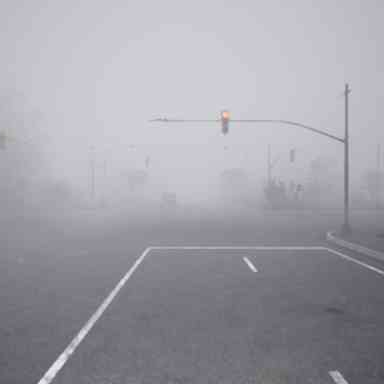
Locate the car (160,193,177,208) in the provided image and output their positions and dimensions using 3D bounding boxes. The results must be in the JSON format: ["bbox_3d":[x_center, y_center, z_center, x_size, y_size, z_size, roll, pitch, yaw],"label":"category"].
[{"bbox_3d":[-3.327,1.133,47.714,2.150,2.045,5.566,0,0,0],"label":"car"}]
